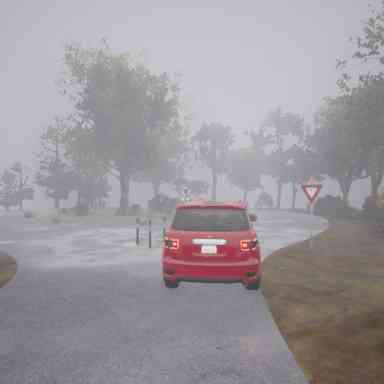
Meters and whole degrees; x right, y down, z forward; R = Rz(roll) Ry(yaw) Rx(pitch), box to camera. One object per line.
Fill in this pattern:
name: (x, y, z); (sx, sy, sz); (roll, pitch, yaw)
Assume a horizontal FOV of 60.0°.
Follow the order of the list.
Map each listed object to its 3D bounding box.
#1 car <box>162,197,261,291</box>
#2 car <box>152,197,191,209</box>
car: (0.629, 1.221, 9.204); (2.150, 2.045, 5.566); (0, 0, 6)
car: (-2.830, 1.476, 46.210); (5.008, 1.535, 1.882); (0, -1, 16)
